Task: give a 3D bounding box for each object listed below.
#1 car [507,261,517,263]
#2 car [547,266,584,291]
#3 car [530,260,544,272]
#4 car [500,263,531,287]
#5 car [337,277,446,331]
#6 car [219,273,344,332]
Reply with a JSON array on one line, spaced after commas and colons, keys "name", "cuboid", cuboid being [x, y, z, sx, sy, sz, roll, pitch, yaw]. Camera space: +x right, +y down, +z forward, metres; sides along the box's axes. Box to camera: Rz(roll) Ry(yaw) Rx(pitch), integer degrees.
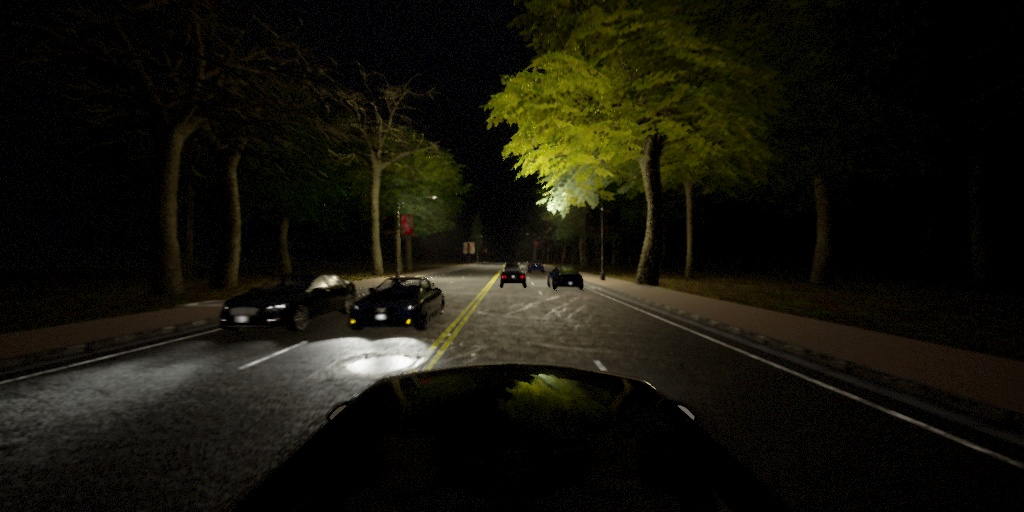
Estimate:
[{"name": "car", "cuboid": [-0.006, 1.496, 49.984, 1.837, 1.490, 4.892, 0, -1, 0]}, {"name": "car", "cuboid": [3.333, 1.383, 22.775, 1.812, 1.442, 4.674, 0, 0, 0]}, {"name": "car", "cuboid": [3.243, 1.346, 50.175, 2.097, 1.767, 4.553, 0, 0, 0]}, {"name": "car", "cuboid": [0.076, 1.422, 26.205, 2.033, 1.411, 5.357, 0, 0, 0]}, {"name": "car", "cuboid": [-3.340, 1.361, 11.110, 1.994, 1.385, 4.181, 0, 0, 0]}, {"name": "car", "cuboid": [-6.589, 1.290, 11.202, 2.128, 1.511, 4.902, 0, 0, 0]}]
